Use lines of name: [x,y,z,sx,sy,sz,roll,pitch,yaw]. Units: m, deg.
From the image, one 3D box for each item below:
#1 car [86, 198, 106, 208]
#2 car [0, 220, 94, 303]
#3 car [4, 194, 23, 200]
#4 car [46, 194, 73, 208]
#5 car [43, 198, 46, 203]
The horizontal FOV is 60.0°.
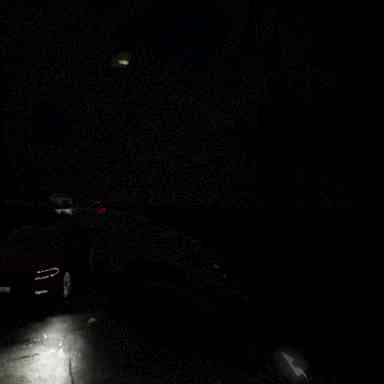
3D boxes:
car: [-14.212,1.621,49.253,1.837,1.490,4.892,1,0,-34]
car: [-3.822,1.556,8.651,1.882,1.535,5.008,0,0,-8]
car: [-39.841,1.127,74.002,5.357,1.411,2.033,1,-1,31]
car: [-19.536,1.260,49.465,2.150,2.045,5.566,1,0,-36]
car: [-26.432,1.416,63.015,5.008,1.535,1.882,1,0,44]
